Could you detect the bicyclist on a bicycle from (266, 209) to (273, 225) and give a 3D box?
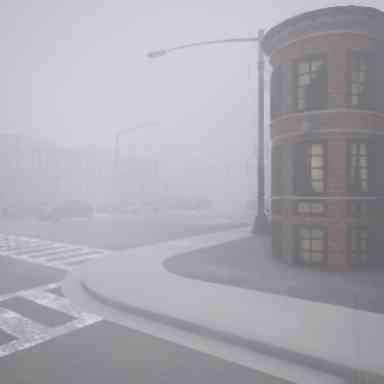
[{"bbox_3d":[5.309,1.315,21.177,1.656,1.620,0.582,0,0,35],"label":"bicyclist on a bicycle"}]

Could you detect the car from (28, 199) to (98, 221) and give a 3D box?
[{"bbox_3d":[-10.508,1.395,27.382,2.097,1.767,4.553,0,0,35],"label":"car"}]

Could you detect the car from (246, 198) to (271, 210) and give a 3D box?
[{"bbox_3d":[8.516,1.522,41.669,2.128,1.511,4.902,0,0,35],"label":"car"}]

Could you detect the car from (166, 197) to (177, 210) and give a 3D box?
[{"bbox_3d":[-2.607,1.401,44.459,2.097,1.767,4.553,0,0,36],"label":"car"}]

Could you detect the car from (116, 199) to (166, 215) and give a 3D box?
[{"bbox_3d":[-5.226,1.644,34.789,1.895,1.301,4.718,0,0,36],"label":"car"}]

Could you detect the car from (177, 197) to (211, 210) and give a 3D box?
[{"bbox_3d":[0.579,1.395,42.894,2.097,1.767,4.553,0,0,36],"label":"car"}]

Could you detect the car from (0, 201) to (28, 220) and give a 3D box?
[{"bbox_3d":[-13.839,1.540,28.740,2.128,1.511,4.902,0,0,36],"label":"car"}]

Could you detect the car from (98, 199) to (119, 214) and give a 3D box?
[{"bbox_3d":[-8.291,1.527,36.518,1.882,1.535,5.008,0,0,35],"label":"car"}]
